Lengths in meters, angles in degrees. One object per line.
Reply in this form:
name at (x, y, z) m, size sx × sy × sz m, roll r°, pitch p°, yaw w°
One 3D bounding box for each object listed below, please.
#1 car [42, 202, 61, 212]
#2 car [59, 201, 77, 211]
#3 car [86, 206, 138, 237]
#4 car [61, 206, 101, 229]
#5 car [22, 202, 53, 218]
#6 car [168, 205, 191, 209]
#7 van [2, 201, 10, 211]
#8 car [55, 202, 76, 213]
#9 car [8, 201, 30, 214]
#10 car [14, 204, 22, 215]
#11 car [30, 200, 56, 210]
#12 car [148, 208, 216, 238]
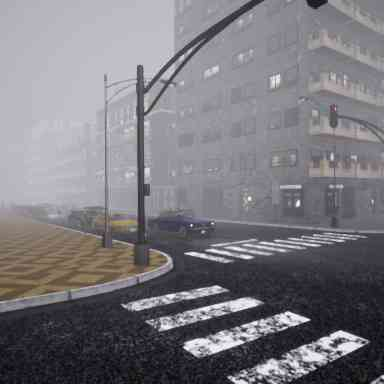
car at (-23.833, 2.518, 56.511) m, size 1.994 × 1.385 × 4.181 m, roll -1°, pitch -1°, yaw -37°
car at (-21.562, 2.366, 57.761) m, size 1.967 × 1.590 × 4.097 m, roll -2°, pitch 0°, yaw -36°
car at (-4.780, 1.865, 20.767) m, size 1.752 × 1.417 × 4.829 m, roll -2°, pitch 0°, yaw -36°
car at (-8.227, 2.002, 25.460) m, size 1.947 × 1.339 × 4.313 m, roll -2°, pitch 0°, yaw -36°
car at (-18.269, 2.262, 39.129) m, size 1.887 × 1.381 × 4.507 m, roll -2°, pitch 0°, yaw -36°
car at (-1.475, 1.915, 30.422) m, size 2.008 × 1.369 × 4.403 m, roll -2°, pitch 0°, yaw -36°
van at (-31.665, 2.433, 57.355) m, size 1.690 × 1.788 × 3.998 m, roll -2°, pitch 0°, yaw -36°
car at (-17.918, 2.389, 48.453) m, size 1.895 × 1.301 × 4.718 m, roll -1°, pitch -1°, yaw -36°
car at (-24.964, 2.449, 48.242) m, size 1.887 × 1.381 × 4.507 m, roll -2°, pitch 0°, yaw -36°
car at (-21.615, 2.392, 43.685) m, size 1.802 × 1.307 × 4.206 m, roll -2°, pitch 0°, yaw -36°
car at (-21.463, 2.337, 48.033) m, size 2.128 × 1.511 × 4.902 m, roll -1°, pitch -1°, yaw -36°
car at (-0.702, 1.863, 19.610) m, size 1.895 × 1.301 × 4.718 m, roll -1°, pitch -1°, yaw -36°
